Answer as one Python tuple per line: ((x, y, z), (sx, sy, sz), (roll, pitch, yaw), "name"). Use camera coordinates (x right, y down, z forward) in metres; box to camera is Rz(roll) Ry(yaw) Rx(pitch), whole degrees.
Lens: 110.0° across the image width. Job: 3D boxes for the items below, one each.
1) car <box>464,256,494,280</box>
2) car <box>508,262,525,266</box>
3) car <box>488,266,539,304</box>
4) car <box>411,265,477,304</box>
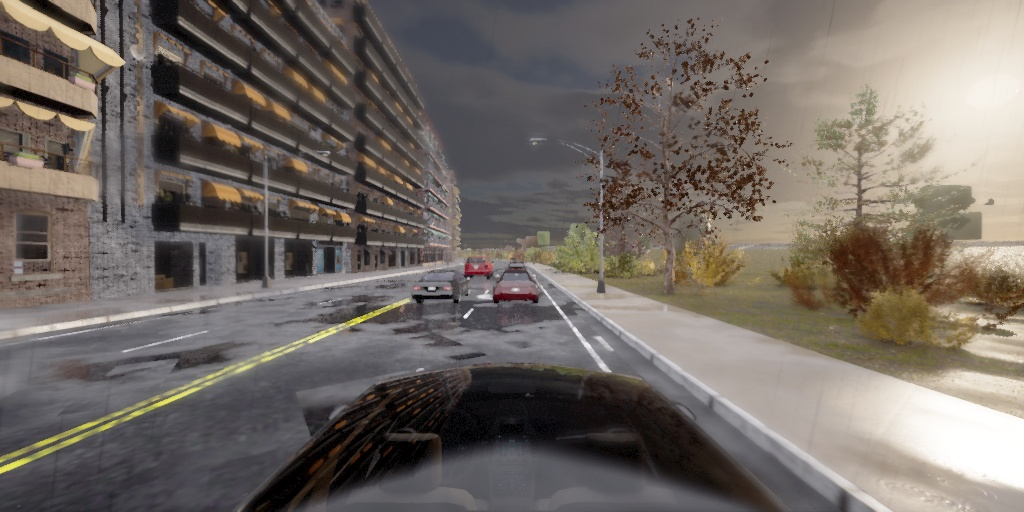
((-2.848, 1.011, 31.459), (2.150, 2.045, 5.566), (0, 0, 1), "car")
((0.402, 1.270, 31.381), (1.837, 1.490, 4.892), (0, 0, 1), "car")
((0.176, 1.323, 16.382), (1.994, 1.385, 4.181), (0, 0, 1), "car")
((-3.073, 1.313, 16.430), (2.033, 1.411, 5.357), (0, 0, 1), "car")
